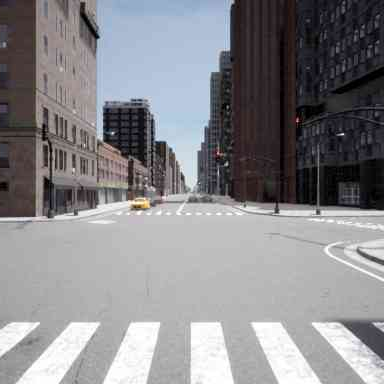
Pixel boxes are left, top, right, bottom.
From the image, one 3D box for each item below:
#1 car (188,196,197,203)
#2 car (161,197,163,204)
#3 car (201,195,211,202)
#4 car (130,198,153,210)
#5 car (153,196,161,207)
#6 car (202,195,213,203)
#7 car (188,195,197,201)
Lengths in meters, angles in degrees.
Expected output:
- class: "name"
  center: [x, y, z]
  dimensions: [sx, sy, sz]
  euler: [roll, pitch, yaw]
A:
- class: "car"
  center: [0.139, 1.527, 71.795]
  dimensions: [2.128, 1.511, 4.902]
  euler: [0, 0, 0]
- class: "car"
  center: [-6.464, 1.488, 61.844]
  dimensions: [1.882, 1.535, 5.008]
  euler: [0, 0, 0]
- class: "car"
  center: [3.380, 1.500, 81.363]
  dimensions: [2.128, 1.511, 4.902]
  euler: [0, 0, 0]
- class: "car"
  center: [-6.530, 1.486, 42.173]
  dimensions: [1.882, 1.535, 5.008]
  euler: [0, 0, 0]
- class: "car"
  center: [-6.501, 1.574, 51.423]
  dimensions: [1.994, 1.385, 4.181]
  euler: [0, 0, 1]
- class: "car"
  center: [3.364, 1.533, 70.943]
  dimensions: [2.128, 1.511, 4.902]
  euler: [0, 0, 0]
- class: "car"
  center: [0.132, 1.558, 82.109]
  dimensions: [1.994, 1.385, 4.181]
  euler: [0, 0, 0]
